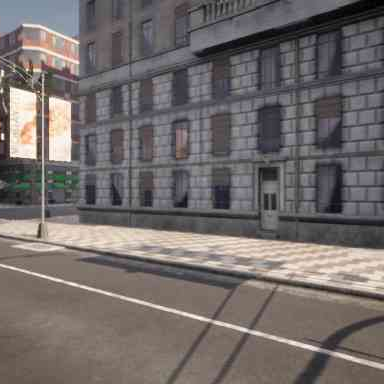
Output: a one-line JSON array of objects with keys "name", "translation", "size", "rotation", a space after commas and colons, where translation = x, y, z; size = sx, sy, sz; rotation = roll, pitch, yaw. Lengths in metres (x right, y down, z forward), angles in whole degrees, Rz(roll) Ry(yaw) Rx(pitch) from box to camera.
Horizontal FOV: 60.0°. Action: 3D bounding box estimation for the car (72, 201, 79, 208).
[{"name": "car", "translation": [-15.184, 1.516, 48.370], "size": [1.812, 1.442, 4.674], "rotation": [0, 0, 37]}]
